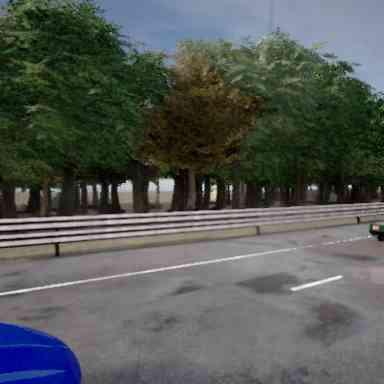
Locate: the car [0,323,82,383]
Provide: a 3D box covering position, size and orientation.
[{"bbox_3d":[-3.079,1.476,1.549,5.008,1.535,1.882,0,0,-36],"label":"car"}]

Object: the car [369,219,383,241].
[{"bbox_3d":[10.245,1.594,15.363,4.718,1.301,1.895,0,0,-36],"label":"car"}]
